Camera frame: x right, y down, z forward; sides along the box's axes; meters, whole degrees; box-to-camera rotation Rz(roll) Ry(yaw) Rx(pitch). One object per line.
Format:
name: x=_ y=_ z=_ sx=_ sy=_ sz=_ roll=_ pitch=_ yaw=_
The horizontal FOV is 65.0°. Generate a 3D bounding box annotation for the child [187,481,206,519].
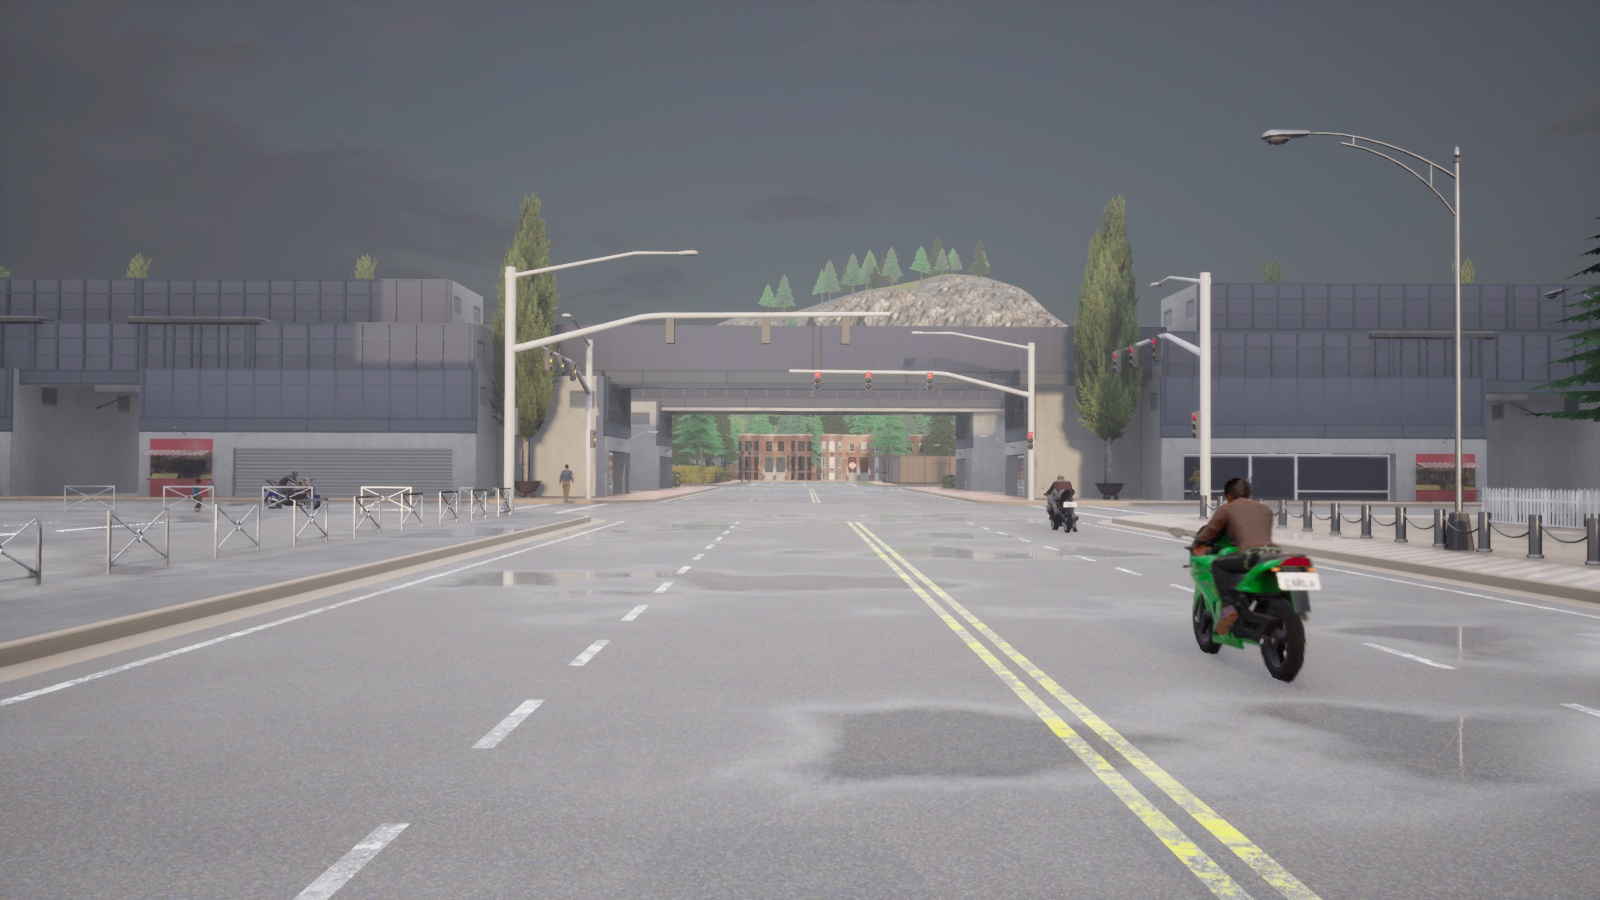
child: x=-19.392 y=1.607 z=40.335 sx=0.448 sy=1.192 sz=0.343 roll=0 pitch=-1 yaw=0

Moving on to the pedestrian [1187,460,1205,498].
pedestrian: x=19.083 y=1.411 z=60.569 sx=0.709 sy=1.840 sz=0.431 roll=0 pitch=-1 yaw=0

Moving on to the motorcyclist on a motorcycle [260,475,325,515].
motorcyclist on a motorcycle: x=-19.648 y=1.743 z=48.641 sx=2.191 sy=1.530 sz=0.866 roll=0 pitch=-1 yaw=1

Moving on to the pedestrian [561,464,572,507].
pedestrian: x=-10.655 y=1.596 z=57.332 sx=0.423 sy=1.949 sz=0.788 roll=0 pitch=-1 yaw=-7

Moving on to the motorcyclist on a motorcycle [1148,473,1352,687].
motorcyclist on a motorcycle: x=3.515 y=0.951 z=10.039 sx=0.797 sy=1.523 sz=2.044 roll=0 pitch=-1 yaw=-3

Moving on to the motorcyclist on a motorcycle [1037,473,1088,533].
motorcyclist on a motorcycle: x=6.892 y=1.376 z=33.068 sx=0.866 sy=1.530 sz=2.191 roll=0 pitch=-1 yaw=0
